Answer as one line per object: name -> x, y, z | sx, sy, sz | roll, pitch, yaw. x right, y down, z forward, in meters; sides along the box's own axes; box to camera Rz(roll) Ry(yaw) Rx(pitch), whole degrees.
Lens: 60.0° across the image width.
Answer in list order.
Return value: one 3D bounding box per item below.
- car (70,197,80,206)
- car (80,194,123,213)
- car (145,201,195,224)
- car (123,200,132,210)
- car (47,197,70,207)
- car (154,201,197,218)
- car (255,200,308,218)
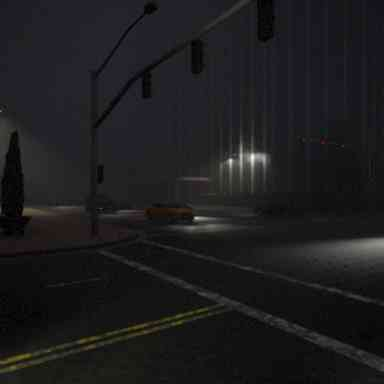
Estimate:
car -> -19.261, 1.514, 55.458 | 1.812, 1.442, 4.674 | 0, 0, -36
car -> -10.060, 1.214, 36.645 | 2.150, 2.045, 5.566 | 0, 0, -36
car -> -1.774, 1.468, 25.219 | 1.882, 1.535, 5.008 | 0, 0, -36
car -> -9.408, 1.536, 41.713 | 2.033, 1.411, 5.357 | 0, 0, -36
car -> -21.520, 1.483, 52.590 | 2.128, 1.511, 4.902 | 0, 0, -35
car -> -1.597, 1.552, 30.932 | 1.994, 1.385, 4.181 | 0, 0, -36
car -> 7.890, 1.460, 29.882 | 1.882, 1.535, 5.008 | -1, 1, -38
